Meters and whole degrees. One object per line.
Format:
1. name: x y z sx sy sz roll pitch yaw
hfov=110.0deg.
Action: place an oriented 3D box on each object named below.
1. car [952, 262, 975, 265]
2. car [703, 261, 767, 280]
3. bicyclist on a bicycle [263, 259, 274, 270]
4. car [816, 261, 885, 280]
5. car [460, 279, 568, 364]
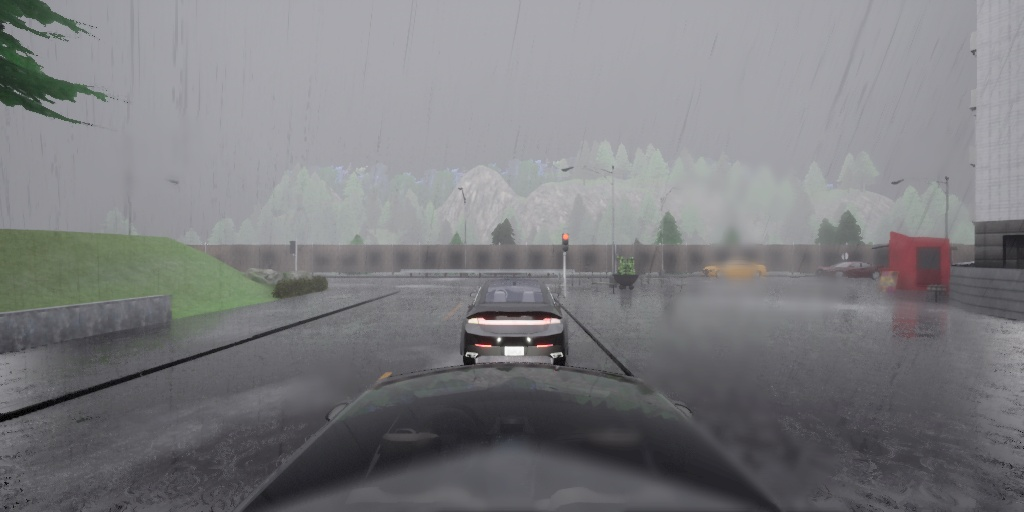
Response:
1. car: 39.795 1.254 31.194 4.892 1.490 1.837 0 0 0
2. car: 19.346 1.227 31.208 5.008 1.535 1.882 0 0 0
3. bicyclist on a bicycle: -24.032 1.098 35.380 0.582 1.620 1.656 0 0 0
4. car: 29.394 1.227 31.211 5.008 1.535 1.882 0 0 0
5. car: 0.052 1.241 7.907 2.128 1.511 4.902 0 0 0
